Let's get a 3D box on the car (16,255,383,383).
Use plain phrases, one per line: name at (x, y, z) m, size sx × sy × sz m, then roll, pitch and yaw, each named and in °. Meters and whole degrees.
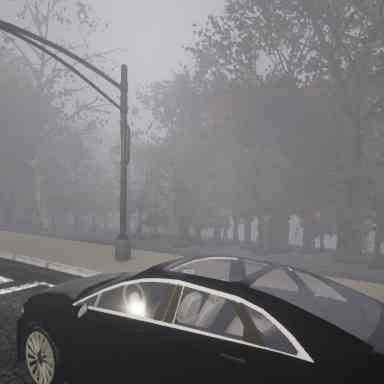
car at (0.002, 1.491, 3.699) m, size 4.902 × 1.511 × 2.128 m, roll 0°, pitch 0°, yaw 34°
